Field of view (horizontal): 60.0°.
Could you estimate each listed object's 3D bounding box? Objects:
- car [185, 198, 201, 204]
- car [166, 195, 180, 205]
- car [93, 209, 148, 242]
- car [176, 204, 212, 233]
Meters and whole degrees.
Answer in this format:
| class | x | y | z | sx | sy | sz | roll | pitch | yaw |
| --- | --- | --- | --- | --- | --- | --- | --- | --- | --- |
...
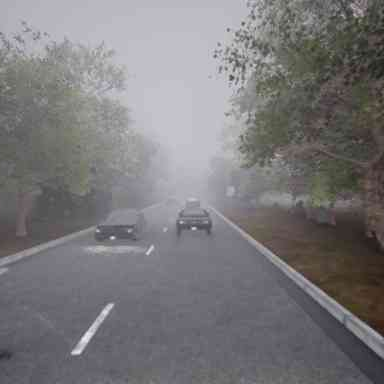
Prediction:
| class | x | y | z | sx | sy | sz | roll | pitch | yaw |
| --- | --- | --- | --- | --- | --- | --- | --- | --- | --- |
| car | 0.112 | 1.485 | 43.162 | 1.882 | 1.535 | 5.008 | 0 | 0 | 0 |
| car | -3.277 | 1.343 | 57.816 | 2.097 | 1.767 | 4.553 | 0 | 0 | 1 |
| car | -3.345 | 1.557 | 16.709 | 2.033 | 1.411 | 5.357 | 0 | 0 | 0 |
| car | 0.106 | 1.611 | 19.570 | 1.895 | 1.301 | 4.718 | 0 | 0 | 0 |
